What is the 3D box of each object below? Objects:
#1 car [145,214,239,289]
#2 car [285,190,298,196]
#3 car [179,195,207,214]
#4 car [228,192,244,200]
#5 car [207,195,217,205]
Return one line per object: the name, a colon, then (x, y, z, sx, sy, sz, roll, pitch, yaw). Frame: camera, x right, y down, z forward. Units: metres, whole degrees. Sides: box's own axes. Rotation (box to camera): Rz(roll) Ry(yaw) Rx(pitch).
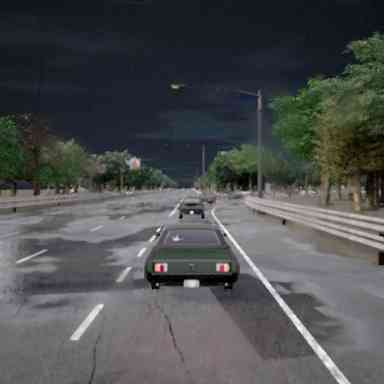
car: (-0.002, 1.485, 8.761, 1.895, 1.301, 4.718, 0, 1, 0)
car: (26.220, 0.331, 87.174, 2.128, 1.511, 4.902, 1, 1, 43)
car: (0.048, 1.167, 25.939, 1.837, 1.490, 4.892, 0, 1, 2)
car: (8.178, 0.691, 61.737, 2.128, 1.511, 4.902, 0, 1, 25)
car: (2.095, 1.025, 44.194, 1.895, 1.301, 4.718, 0, 1, 13)
